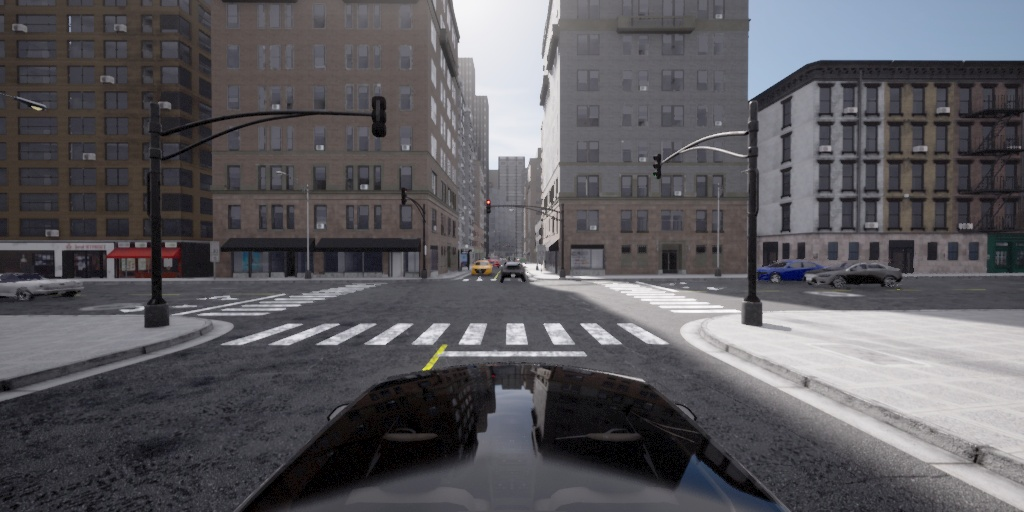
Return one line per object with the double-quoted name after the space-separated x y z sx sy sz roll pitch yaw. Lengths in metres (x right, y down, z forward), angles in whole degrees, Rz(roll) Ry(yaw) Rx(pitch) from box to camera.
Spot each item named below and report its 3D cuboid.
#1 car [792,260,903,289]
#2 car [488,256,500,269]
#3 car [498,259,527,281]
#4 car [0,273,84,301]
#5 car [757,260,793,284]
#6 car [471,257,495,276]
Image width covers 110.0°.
20.020 1.089 21.198 4.902 1.511 2.128 0 1 0 "car"
-3.114 0.995 58.256 2.150 2.045 5.566 0 0 0 "car"
0.086 1.208 28.430 1.837 1.490 4.892 0 -1 0 "car"
-24.195 1.473 17.515 4.718 1.301 1.895 0 1 0 "car"
18.913 1.048 24.442 5.008 1.535 1.882 0 1 0 "car"
-3.119 1.233 37.573 1.882 1.535 5.008 0 0 0 "car"
